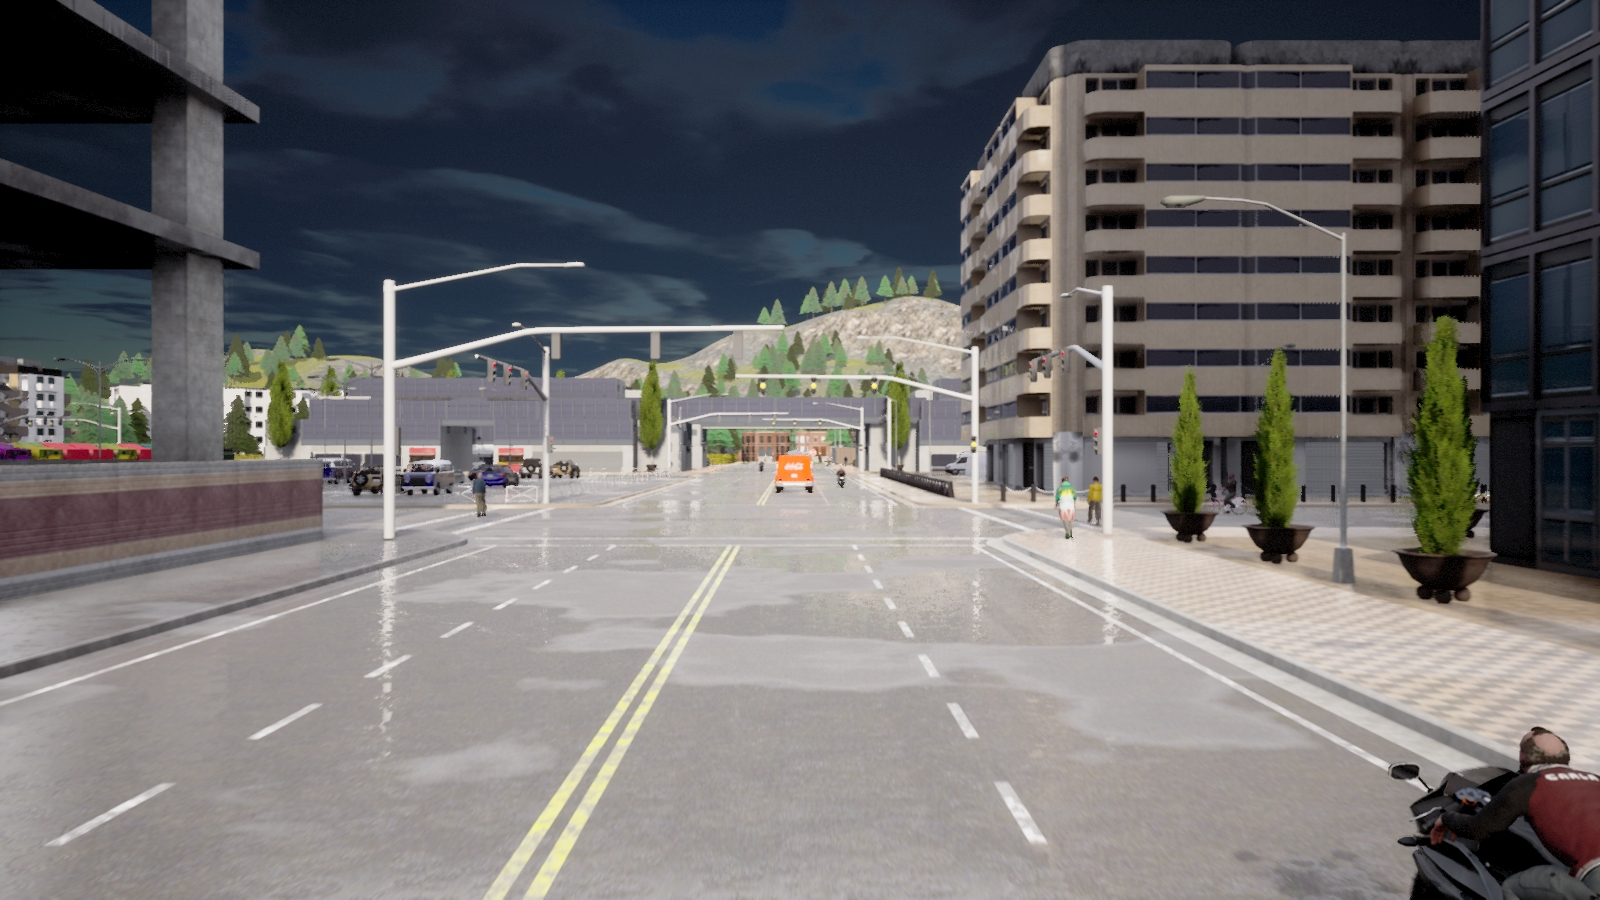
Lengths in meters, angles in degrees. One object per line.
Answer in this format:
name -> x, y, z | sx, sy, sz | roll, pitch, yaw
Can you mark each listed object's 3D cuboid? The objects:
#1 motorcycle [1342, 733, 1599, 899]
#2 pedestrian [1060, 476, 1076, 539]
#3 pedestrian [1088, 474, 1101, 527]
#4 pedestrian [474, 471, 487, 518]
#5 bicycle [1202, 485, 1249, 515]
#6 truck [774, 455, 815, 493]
motorcycle -> 3.467, 2.205, 5.277 | 0.867, 1.251, 2.209 | 0, 0, 0
pedestrian -> 7.939, 1.696, 33.892 | 0.375, 1.860, 0.375 | 0, 0, -2
pedestrian -> 10.520, 1.793, 40.824 | 0.375, 1.860, 0.375 | 0, 0, -5
pedestrian -> -12.881, 1.792, 46.082 | 0.375, 1.860, 0.375 | 0, 0, 7
bicycle -> 17.933, 2.104, 48.147 | 1.835, 1.271, 0.329 | 0, 0, 0
truck -> -0.382, 1.567, 76.902 | 2.627, 2.467, 5.204 | 0, 0, 0
